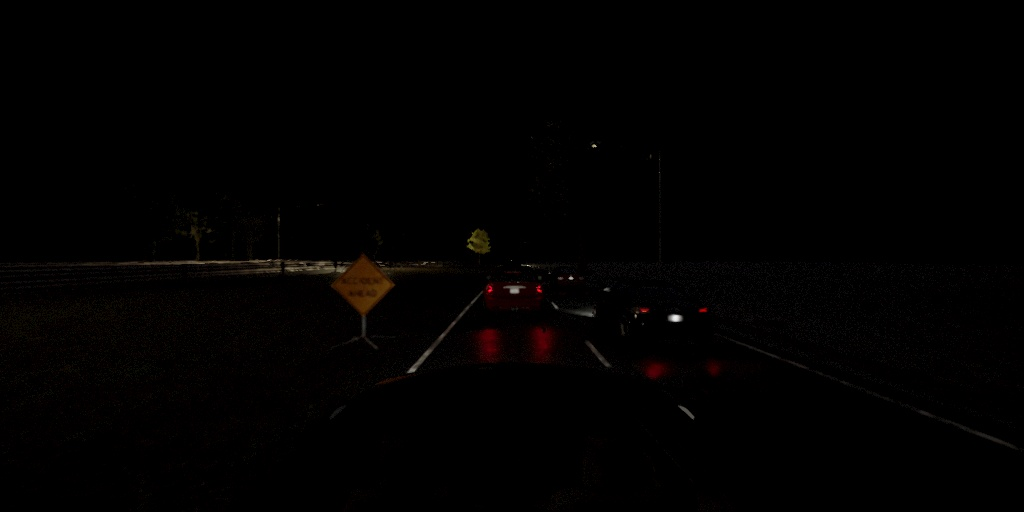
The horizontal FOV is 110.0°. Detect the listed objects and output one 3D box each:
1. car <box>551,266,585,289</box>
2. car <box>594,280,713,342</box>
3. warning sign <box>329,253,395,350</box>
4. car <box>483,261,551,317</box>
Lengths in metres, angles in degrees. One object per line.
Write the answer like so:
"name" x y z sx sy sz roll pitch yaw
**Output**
"car" 3.574 1.404 24.123 2.033 1.411 5.357 0 0 0
"car" 3.574 1.332 9.817 1.994 1.385 4.181 0 0 0
"warning sign" -3.047 0.875 7.396 1.300 1.860 1.060 0 0 0
"car" 0.089 1.137 13.512 2.097 1.767 4.553 0 0 0
